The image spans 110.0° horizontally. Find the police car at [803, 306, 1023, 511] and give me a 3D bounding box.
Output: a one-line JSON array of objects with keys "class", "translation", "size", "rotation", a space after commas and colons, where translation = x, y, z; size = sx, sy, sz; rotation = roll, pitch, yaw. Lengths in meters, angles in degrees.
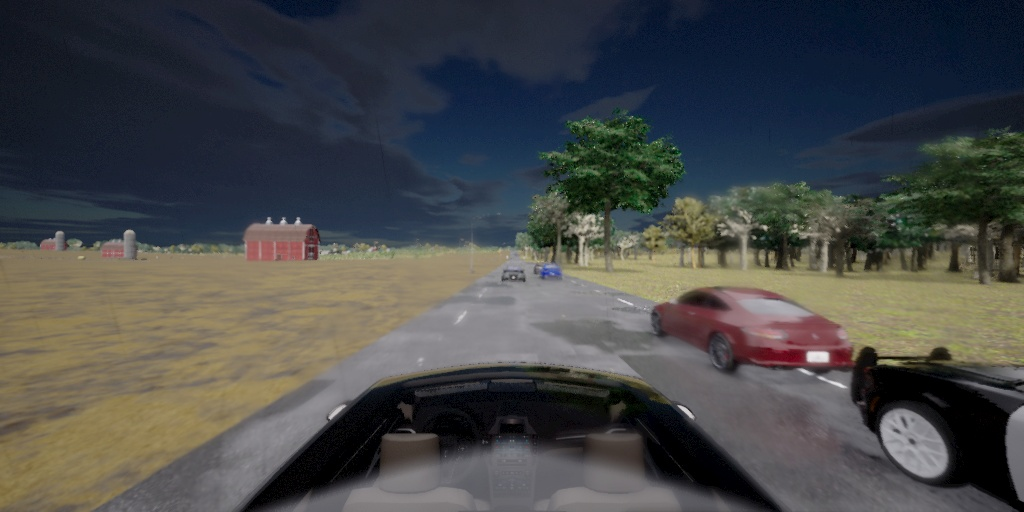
[{"class": "police car", "translation": [4.536, 1.211, 1.752], "size": [1.930, 1.638, 5.238], "rotation": [0, 0, 0]}]

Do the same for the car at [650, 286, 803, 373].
[{"class": "car", "translation": [4.567, 1.358, 7.642], "size": [1.812, 1.442, 4.674], "rotation": [0, 0, 0]}]

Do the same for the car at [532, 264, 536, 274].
[{"class": "car", "translation": [3.731, 1.556, 46.094], "size": [2.128, 1.511, 4.902], "rotation": [0, 0, 1]}]

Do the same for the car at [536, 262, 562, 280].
[{"class": "car", "translation": [3.734, 1.482, 34.916], "size": [1.882, 1.535, 5.008], "rotation": [0, 0, 0]}]

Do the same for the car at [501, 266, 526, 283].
[{"class": "car", "translation": [0.138, 1.515, 30.594], "size": [1.994, 1.385, 4.181], "rotation": [0, 0, 0]}]
